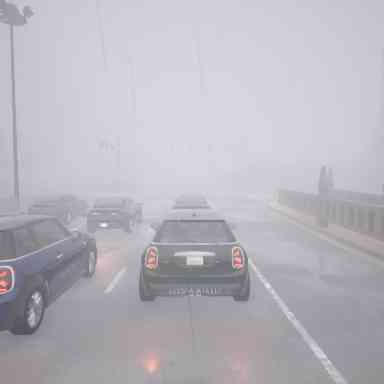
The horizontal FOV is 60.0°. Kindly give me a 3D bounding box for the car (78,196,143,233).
[{"bbox_3d":[-3.532,0.937,15.776,1.837,1.490,4.892,0,3,0],"label":"car"}]

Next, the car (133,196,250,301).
[{"bbox_3d":[0.037,1.184,8.125,2.097,1.767,4.553,0,2,0],"label":"car"}]

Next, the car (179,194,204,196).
[{"bbox_3d":[-0.040,0.820,17.357,1.882,1.535,5.008,0,3,0],"label":"car"}]

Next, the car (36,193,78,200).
[{"bbox_3d":[-7.047,0.808,17.938,1.837,1.490,4.892,0,3,-1],"label":"car"}]

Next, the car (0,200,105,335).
[{"bbox_3d":[-3.451,1.232,6.688,2.097,1.767,4.553,0,2,-1],"label":"car"}]
